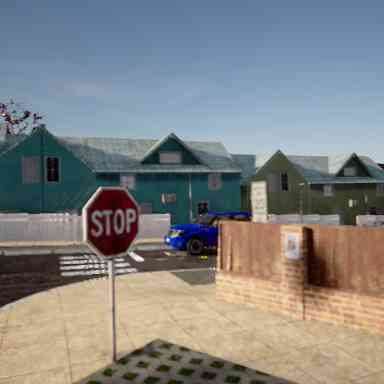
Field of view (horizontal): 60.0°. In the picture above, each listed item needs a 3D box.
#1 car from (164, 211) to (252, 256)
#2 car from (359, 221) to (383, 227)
[{"bbox_3d":[1.379,2.020,16.960,5.566,2.045,2.150,2,-3,-23],"label":"car"},{"bbox_3d":[12.114,2.643,21.387,4.902,1.511,2.128,2,-3,-22],"label":"car"}]
